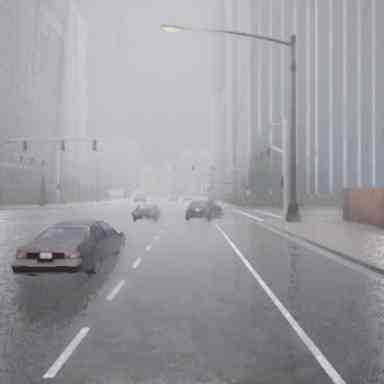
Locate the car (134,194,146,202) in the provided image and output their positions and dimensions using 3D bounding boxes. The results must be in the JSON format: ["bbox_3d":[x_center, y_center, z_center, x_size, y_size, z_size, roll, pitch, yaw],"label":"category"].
[{"bbox_3d":[-11.598,1.399,74.514,2.150,2.045,5.566,0,0,-1],"label":"car"}]

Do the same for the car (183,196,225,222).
[{"bbox_3d":[1.154,1.416,27.398,2.097,1.767,4.553,0,0,20],"label":"car"}]

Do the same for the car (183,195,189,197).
[{"bbox_3d":[-1.277,1.718,85.706,1.812,1.442,4.674,0,0,-1],"label":"car"}]

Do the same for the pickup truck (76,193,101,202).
[{"bbox_3d":[-24.813,1.245,80.223,2.390,2.098,6.274,0,0,30],"label":"pickup truck"}]

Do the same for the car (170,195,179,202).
[{"bbox_3d":[-4.771,1.731,85.286,2.033,1.411,5.357,0,0,-1],"label":"car"}]

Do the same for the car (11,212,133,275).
[{"bbox_3d":[-3.476,1.572,10.463,2.033,1.411,5.357,0,0,1],"label":"car"}]

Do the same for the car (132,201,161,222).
[{"bbox_3d":[-3.590,1.664,27.055,1.895,1.301,4.718,0,0,-1],"label":"car"}]
